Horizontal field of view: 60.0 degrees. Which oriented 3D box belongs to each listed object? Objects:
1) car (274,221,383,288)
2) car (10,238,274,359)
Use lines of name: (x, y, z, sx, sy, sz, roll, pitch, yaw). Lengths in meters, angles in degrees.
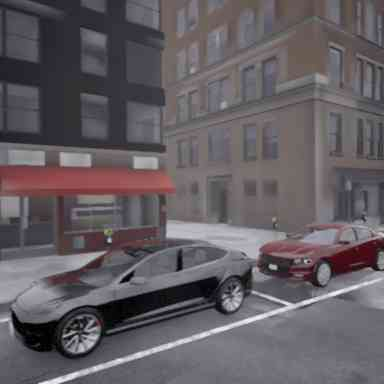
car: (3.763, 1.541, 9.224, 4.507, 1.381, 1.887, 0, -1, -35)
car: (-0.782, 1.564, 5.983, 4.313, 1.339, 1.947, 0, -1, -35)
